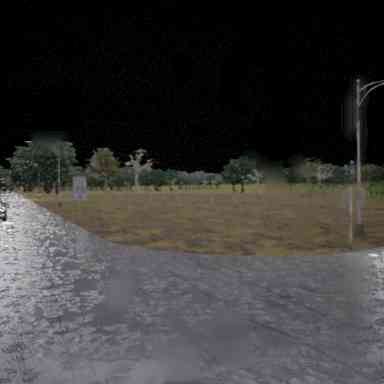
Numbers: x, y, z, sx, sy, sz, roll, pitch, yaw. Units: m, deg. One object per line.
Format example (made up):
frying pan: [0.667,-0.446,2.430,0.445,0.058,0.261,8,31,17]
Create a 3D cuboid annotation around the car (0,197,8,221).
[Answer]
car: [-14.367,1.143,23.731,2.097,1.767,4.553,-1,1,-29]
